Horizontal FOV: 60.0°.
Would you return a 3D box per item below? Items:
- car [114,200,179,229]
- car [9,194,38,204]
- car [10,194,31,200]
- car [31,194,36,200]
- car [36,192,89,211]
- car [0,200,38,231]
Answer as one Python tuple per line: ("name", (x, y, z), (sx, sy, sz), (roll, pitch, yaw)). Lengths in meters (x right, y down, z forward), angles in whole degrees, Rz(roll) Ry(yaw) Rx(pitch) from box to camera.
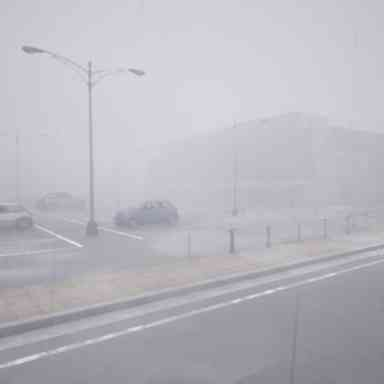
("car", (-2.644, 1.246, 19.125), (3.633, 1.501, 1.845), (-1, 1, -35))
("car", (-26.442, 1.108, 52.149), (3.806, 1.475, 1.970), (-1, 1, -35))
("car", (-22.503, 1.026, 47.073), (5.027, 1.636, 2.152), (-1, 1, -35))
("car", (-15.178, 0.950, 36.583), (3.866, 1.878, 1.905), (-1, 1, -35))
("car", (-13.176, 0.965, 34.437), (4.605, 1.855, 1.932), (-1, 1, -35))
("car", (-10.433, 1.364, 17.320), (3.806, 1.475, 1.970), (-1, 1, -35))
